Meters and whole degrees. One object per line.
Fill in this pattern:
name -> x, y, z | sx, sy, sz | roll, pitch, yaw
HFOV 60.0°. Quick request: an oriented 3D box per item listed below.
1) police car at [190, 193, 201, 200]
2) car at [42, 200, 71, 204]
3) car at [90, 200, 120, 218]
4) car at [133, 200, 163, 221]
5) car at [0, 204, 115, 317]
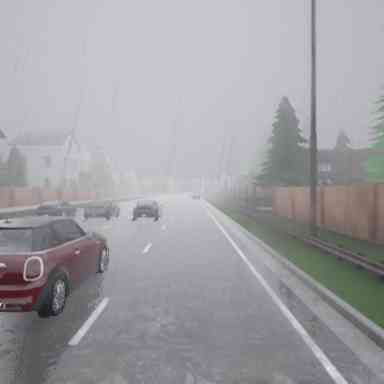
police car -> 1.049, 1.098, 80.527 | 1.930, 1.638, 5.238 | 0, 0, 0
car -> -10.400, 1.399, 25.926 | 1.837, 1.490, 4.892 | 0, 0, 0
car -> -6.900, 1.386, 25.844 | 2.128, 1.511, 4.902 | 0, 0, 0
car -> -3.400, 1.399, 25.921 | 1.837, 1.490, 4.892 | 0, 0, 0
car -> -3.399, 1.321, 7.545 | 2.097, 1.767, 4.553 | 0, 0, 0
